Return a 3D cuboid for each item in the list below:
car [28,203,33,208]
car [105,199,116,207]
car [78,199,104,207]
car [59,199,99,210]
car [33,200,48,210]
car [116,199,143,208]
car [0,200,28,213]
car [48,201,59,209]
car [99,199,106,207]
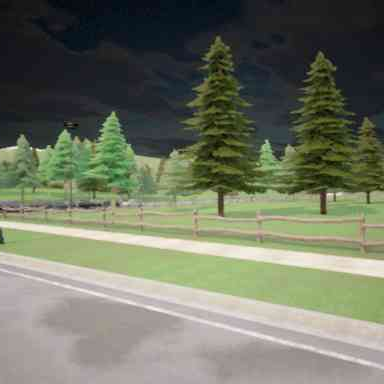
[{"bbox_3d":[-25.874,2.153,56.724,2.128,1.511,4.902,-1,-1,35],"label":"car"},{"bbox_3d":[-13.062,2.123,62.738,2.033,1.411,5.357,-1,-1,36],"label":"car"},{"bbox_3d":[-19.753,2.186,65.301,1.812,1.442,4.674,-1,0,35],"label":"car"},{"bbox_3d":[-17.196,2.038,50.843,1.837,1.490,4.892,-1,-1,35],"label":"car"},{"bbox_3d":[-23.128,2.182,54.562,1.994,1.385,4.181,-1,-1,35],"label":"car"},{"bbox_3d":[-10.861,2.058,59.822,1.812,1.442,4.674,-1,-1,35],"label":"car"},{"bbox_3d":[-23.647,1.882,41.670,2.097,1.767,4.553,-1,0,35],"label":"car"},{"bbox_3d":[-19.694,2.122,53.372,2.033,1.411,5.357,-1,-1,35],"label":"car"},{"bbox_3d":[-16.504,2.095,63.891,1.882,1.535,5.008,-1,-1,35],"label":"car"}]
